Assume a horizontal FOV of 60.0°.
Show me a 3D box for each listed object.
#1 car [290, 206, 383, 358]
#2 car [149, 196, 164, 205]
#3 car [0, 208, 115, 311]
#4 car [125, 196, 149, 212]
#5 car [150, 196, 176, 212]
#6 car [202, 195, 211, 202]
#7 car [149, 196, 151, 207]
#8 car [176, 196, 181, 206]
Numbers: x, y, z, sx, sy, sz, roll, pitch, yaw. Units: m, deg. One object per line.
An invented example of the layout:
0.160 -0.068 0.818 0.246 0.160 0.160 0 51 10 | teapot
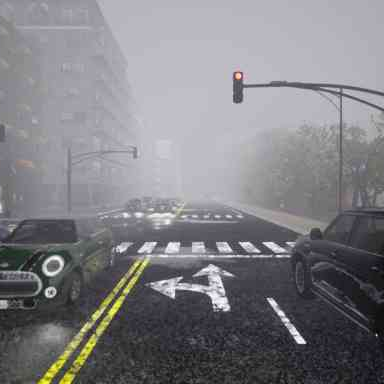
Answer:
3.374 1.221 5.292 2.150 2.045 5.566 0 0 -2 | car
-6.435 1.566 61.105 2.033 1.411 5.357 0 0 1 | car
-3.335 1.352 7.999 2.097 1.767 4.553 0 0 0 | car
-6.514 1.510 38.686 1.837 1.490 4.892 0 0 0 | car
-3.278 1.496 38.357 2.128 1.511 4.902 0 0 -2 | car
3.423 1.387 78.432 2.097 1.767 4.553 0 0 0 | car
-6.491 1.361 47.956 2.097 1.767 4.553 0 0 0 | car
-3.235 1.559 51.202 2.033 1.411 5.357 0 0 0 | car
